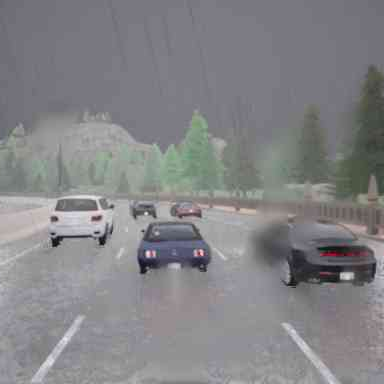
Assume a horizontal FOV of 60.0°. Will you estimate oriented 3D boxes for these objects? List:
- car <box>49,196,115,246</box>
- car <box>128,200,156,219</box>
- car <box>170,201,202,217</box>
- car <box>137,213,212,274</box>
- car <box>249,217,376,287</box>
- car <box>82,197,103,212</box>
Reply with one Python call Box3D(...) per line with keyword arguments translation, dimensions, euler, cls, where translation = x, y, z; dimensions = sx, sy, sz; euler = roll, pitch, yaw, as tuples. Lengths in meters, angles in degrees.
Box3D(translation=(-4.846, 1.176, 15.224), dimensions=(2.150, 2.045, 5.566), euler=(0, 0, -9), cls="car")
Box3D(translation=(-4.198, 1.404, 28.108), dimensions=(1.837, 1.490, 4.892), euler=(0, 0, -15), cls="car")
Box3D(translation=(-0.605, 1.449, 28.154), dimensions=(1.994, 1.385, 4.181), euler=(0, 0, -15), cls="car")
Box3D(translation=(-0.667, 1.559, 10.512), dimensions=(1.895, 1.301, 4.718), euler=(0, 0, -6), cls="car")
Box3D(translation=(2.946, 1.455, 9.185), dimensions=(1.837, 1.490, 4.892), euler=(0, 0, -5), cls="car")
Box3D(translation=(-11.793, 1.388, 39.045), dimensions=(1.837, 1.490, 4.892), euler=(0, 0, -23), cls="car")
